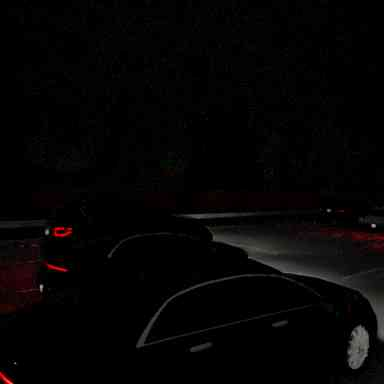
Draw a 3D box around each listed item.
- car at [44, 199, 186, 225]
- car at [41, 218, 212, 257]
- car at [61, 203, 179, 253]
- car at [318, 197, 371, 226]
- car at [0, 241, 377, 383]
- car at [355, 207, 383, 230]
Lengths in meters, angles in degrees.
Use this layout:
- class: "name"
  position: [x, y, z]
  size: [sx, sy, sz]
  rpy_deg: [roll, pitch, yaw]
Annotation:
- class: "car"
  position: [-1.934, 1.259, 10.967]
  size: [5.566, 2.045, 2.150]
  rpy_deg: [1, 0, -36]
- class: "car"
  position: [-0.782, 1.533, 7.488]
  size: [4.892, 1.490, 1.837]
  rpy_deg: [1, -1, -36]
- class: "car"
  position: [-3.041, 1.401, 14.480]
  size: [4.553, 1.767, 2.097]
  rpy_deg: [0, 0, -36]
- class: "car"
  position: [11.910, 1.426, 25.252]
  size: [5.566, 2.045, 2.150]
  rpy_deg: [0, 0, -36]
- class: "car"
  position: [0.329, 1.524, 3.982]
  size: [4.892, 1.490, 1.837]
  rpy_deg: [1, -1, -36]
- class: "car"
  position: [12.916, 1.792, 21.659]
  size: [4.718, 1.301, 1.895]
  rpy_deg: [1, 0, -36]
